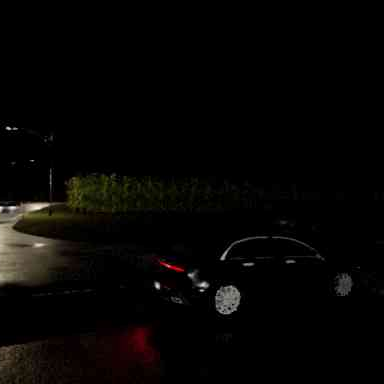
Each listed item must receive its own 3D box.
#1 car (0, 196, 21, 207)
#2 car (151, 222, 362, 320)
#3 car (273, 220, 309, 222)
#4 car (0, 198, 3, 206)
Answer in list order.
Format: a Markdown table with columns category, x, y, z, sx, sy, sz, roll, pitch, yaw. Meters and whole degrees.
| category | x | y | z | sx | sy | sz | roll | pitch | yaw |
| --- | --- | --- | --- | --- | --- | --- | --- | --- | --- |
| car | -24.950 | 1.235 | 45.869 | 1.812 | 1.442 | 4.674 | 1 | 0 | -15 |
| car | 1.544 | 1.585 | 7.357 | 4.892 | 1.490 | 1.837 | 1 | 0 | -24 |
| car | 3.557 | 1.755 | 12.734 | 4.718 | 1.301 | 1.895 | 1 | 0 | -17 |
| car | -21.096 | 1.084 | 33.601 | 2.097 | 1.767 | 4.553 | 1 | 0 | -19 |
